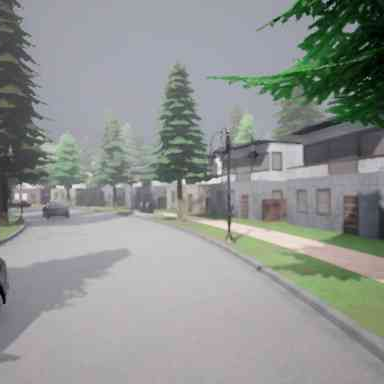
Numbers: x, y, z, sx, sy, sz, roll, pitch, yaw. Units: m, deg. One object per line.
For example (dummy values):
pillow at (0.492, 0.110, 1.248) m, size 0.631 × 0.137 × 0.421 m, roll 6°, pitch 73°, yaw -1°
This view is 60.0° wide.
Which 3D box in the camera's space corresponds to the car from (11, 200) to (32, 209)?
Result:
car at (-26.379, 1.820, 50.212) m, size 4.718 × 1.301 × 1.895 m, roll 0°, pitch 0°, yaw 33°

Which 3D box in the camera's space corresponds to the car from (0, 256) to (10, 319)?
car at (-3.997, 1.521, 3.930) m, size 2.128 × 1.511 × 4.902 m, roll 0°, pitch 0°, yaw -5°

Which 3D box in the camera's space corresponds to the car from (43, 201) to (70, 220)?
car at (-12.220, 1.614, 29.905) m, size 1.837 × 1.490 × 4.892 m, roll 0°, pitch -1°, yaw -30°
